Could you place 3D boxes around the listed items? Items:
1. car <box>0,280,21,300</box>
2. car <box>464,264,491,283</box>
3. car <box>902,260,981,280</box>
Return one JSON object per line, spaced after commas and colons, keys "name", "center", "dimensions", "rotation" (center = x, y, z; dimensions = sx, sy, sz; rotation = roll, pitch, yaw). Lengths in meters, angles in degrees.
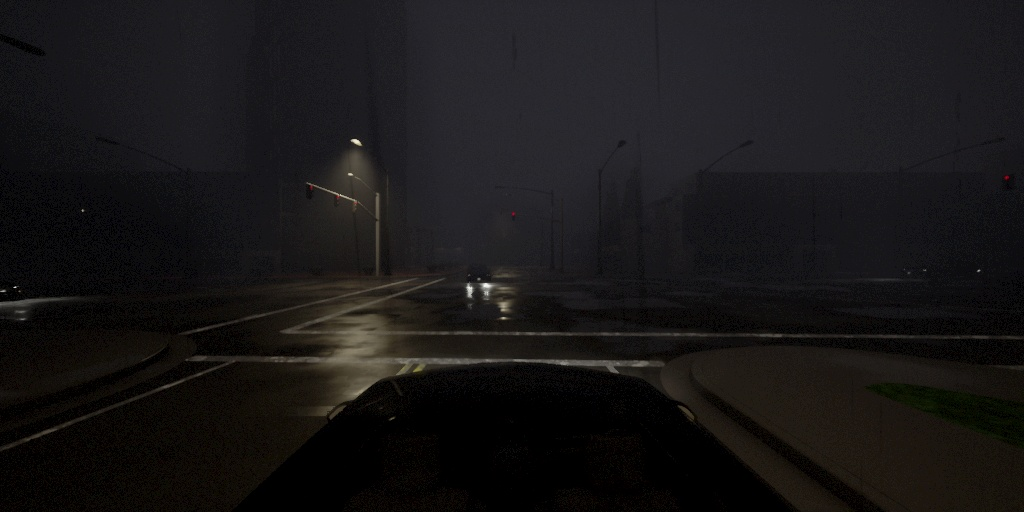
{"name": "car", "center": [-26.945, 1.484, 17.281], "dimensions": [4.892, 1.490, 1.837], "rotation": [-1, 0, 0]}
{"name": "car", "center": [-2.829, 1.317, 28.896], "dimensions": [2.033, 1.411, 5.357], "rotation": [0, 0, -9]}
{"name": "car", "center": [33.939, 1.048, 28.441], "dimensions": [4.902, 1.511, 2.128], "rotation": [-1, 0, 0]}
